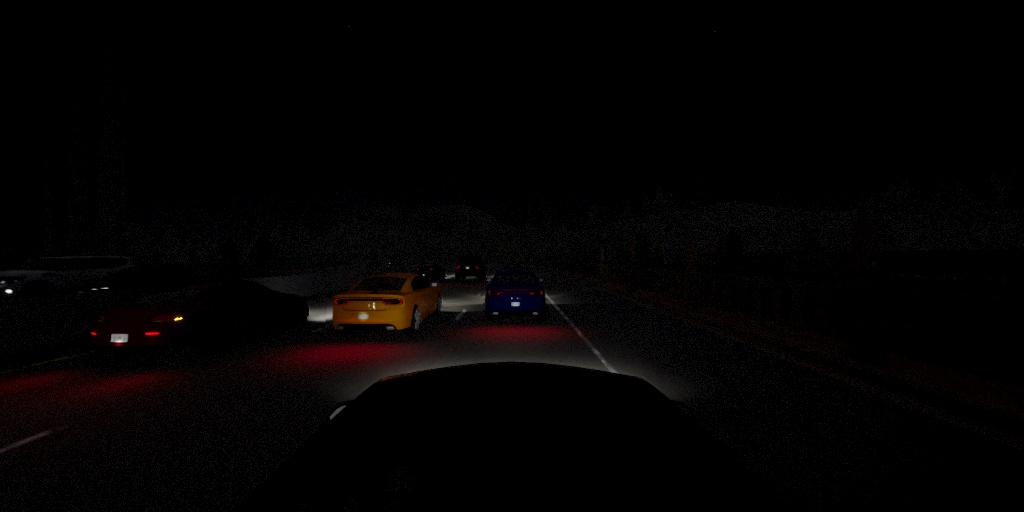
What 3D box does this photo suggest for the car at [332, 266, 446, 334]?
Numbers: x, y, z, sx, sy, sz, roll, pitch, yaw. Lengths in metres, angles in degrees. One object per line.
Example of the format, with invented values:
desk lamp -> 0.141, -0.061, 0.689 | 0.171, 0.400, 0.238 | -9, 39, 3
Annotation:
car -> -3.397, 1.233, 10.683 | 1.882, 1.535, 5.008 | 0, 0, 0

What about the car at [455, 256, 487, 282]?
car -> -3.390, 1.008, 30.019 | 2.150, 2.045, 5.566 | 0, 0, 0

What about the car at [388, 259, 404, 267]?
car -> -18.906, 1.248, 58.595 | 2.097, 1.767, 4.553 | 0, 0, -9

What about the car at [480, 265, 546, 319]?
car -> 0.104, 1.235, 12.803 | 1.882, 1.535, 5.008 | 0, 0, 0

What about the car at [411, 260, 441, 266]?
car -> -6.890, 1.280, 30.439 | 2.128, 1.511, 4.902 | 0, 0, 0

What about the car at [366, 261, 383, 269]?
car -> -22.539, 1.465, 59.026 | 1.994, 1.385, 4.181 | 0, 0, -9

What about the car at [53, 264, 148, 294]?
car -> -17.593, 1.267, 16.987 | 1.837, 1.490, 4.892 | 0, 0, 0

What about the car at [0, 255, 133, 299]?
car -> -21.094, 0.983, 16.914 | 2.150, 2.045, 5.566 | 0, 0, 0

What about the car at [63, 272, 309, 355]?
car -> -6.897, 1.279, 8.606 | 1.812, 1.442, 4.674 | 0, 0, 0

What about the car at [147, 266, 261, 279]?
car -> -14.094, 1.254, 17.447 | 2.128, 1.511, 4.902 | 0, 0, 0
